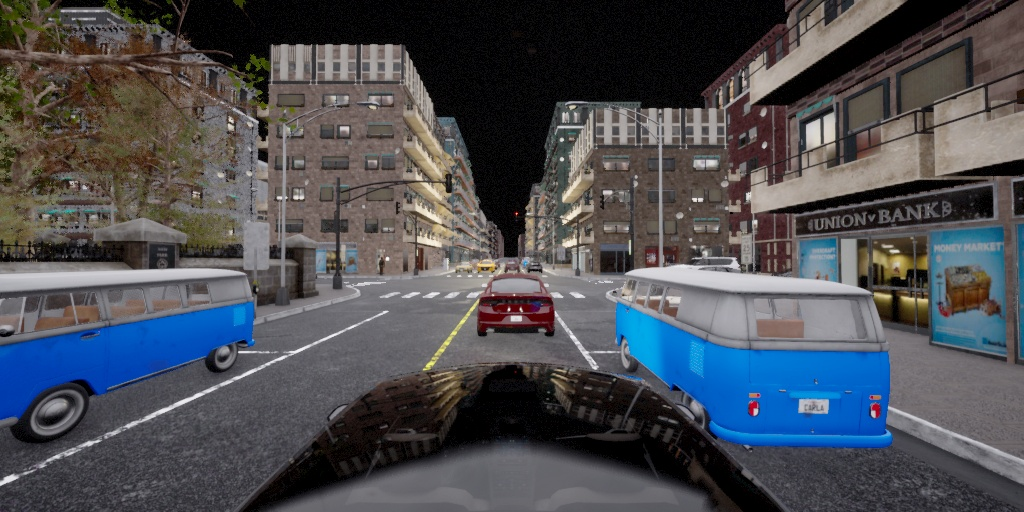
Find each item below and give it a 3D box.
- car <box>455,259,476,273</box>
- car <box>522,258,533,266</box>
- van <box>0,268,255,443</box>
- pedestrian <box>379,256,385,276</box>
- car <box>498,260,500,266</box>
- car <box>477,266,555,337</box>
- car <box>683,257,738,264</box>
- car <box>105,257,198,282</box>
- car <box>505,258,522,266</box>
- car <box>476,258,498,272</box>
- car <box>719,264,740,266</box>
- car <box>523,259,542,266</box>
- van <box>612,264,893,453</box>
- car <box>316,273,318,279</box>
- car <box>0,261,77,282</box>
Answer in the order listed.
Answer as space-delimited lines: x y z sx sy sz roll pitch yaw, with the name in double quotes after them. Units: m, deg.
-5.690 1.291 42.796 1.751 1.417 4.829 0 0 0 "car"
2.690 1.319 48.609 2.007 1.370 4.403 0 0 0 "car"
-5.656 1.092 5.021 1.690 1.789 3.998 0 0 0 "van"
-12.540 0.969 34.408 0.375 1.860 0.375 0 -1 1 "pedestrian"
-3.098 1.318 53.619 2.033 1.411 5.357 0 0 0 "car"
0.098 1.231 10.381 1.882 1.535 5.008 0 0 0 "car"
15.099 1.102 28.525 5.566 2.045 2.150 0 -1 2 "car"
-25.832 0.950 25.827 4.553 1.767 2.097 0 -1 1 "car"
0.057 1.293 46.050 1.812 1.442 4.674 0 0 0 "car"
-3.103 1.244 43.658 1.882 1.535 5.008 0 0 0 "car"
13.533 1.334 22.755 4.313 1.339 1.948 0 0 1 "car"
2.690 1.331 42.967 1.948 1.339 4.313 0 0 0 "car"
2.658 1.092 5.020 1.690 1.789 3.998 0 0 0 "van"
-16.605 1.139 25.715 4.902 1.511 2.128 0 -1 1 "car"
-35.359 1.094 25.944 5.357 1.411 2.033 0 -1 1 "car"
